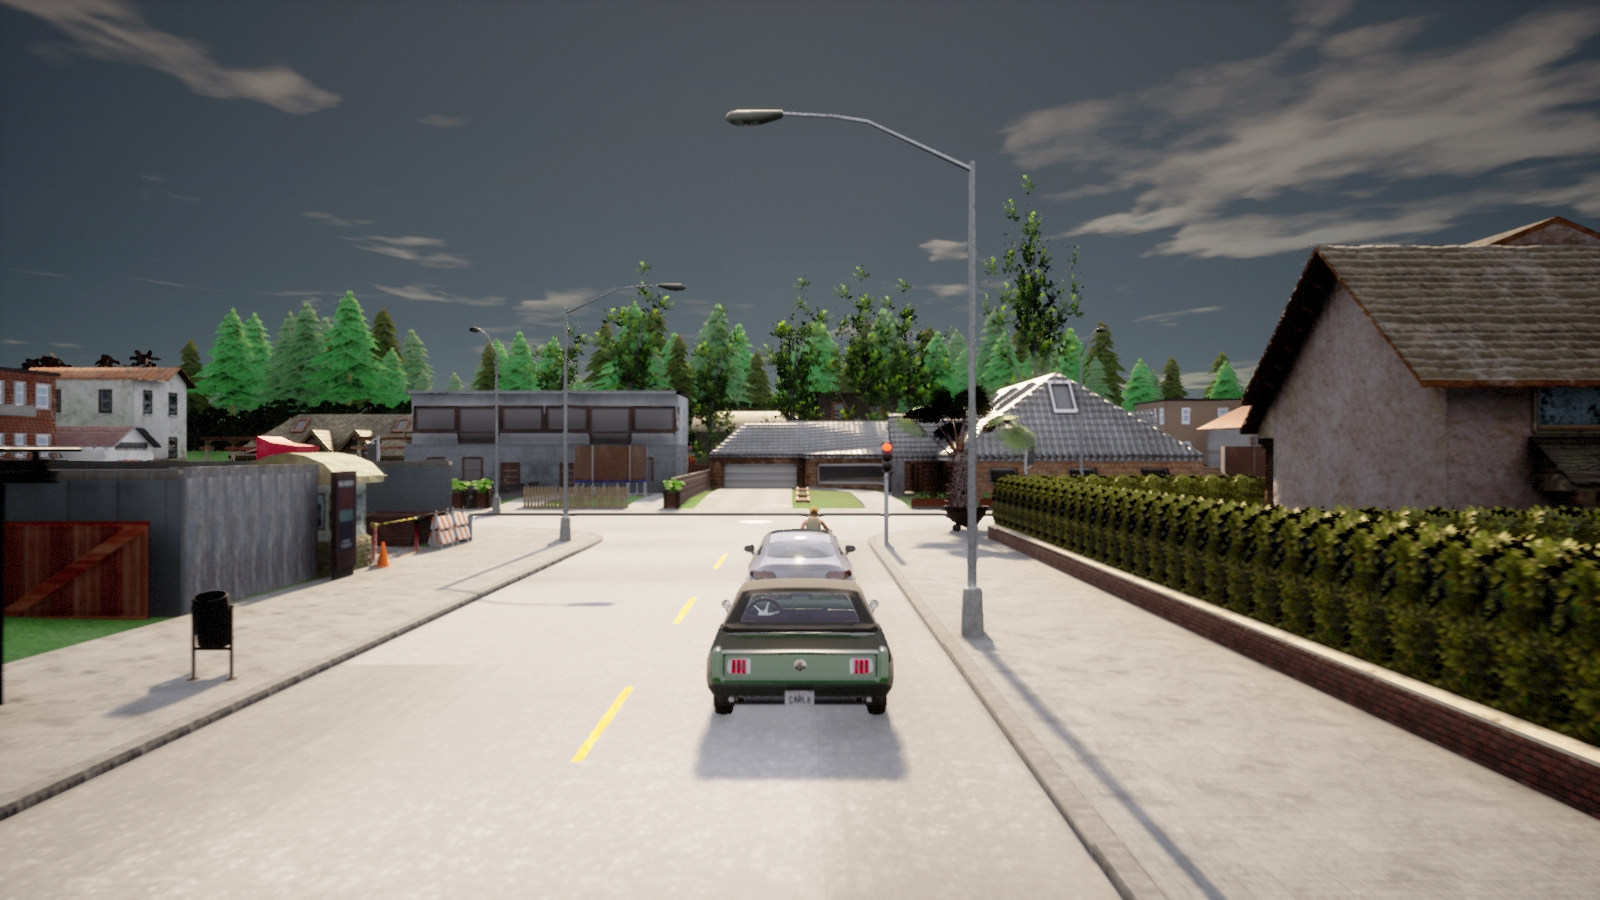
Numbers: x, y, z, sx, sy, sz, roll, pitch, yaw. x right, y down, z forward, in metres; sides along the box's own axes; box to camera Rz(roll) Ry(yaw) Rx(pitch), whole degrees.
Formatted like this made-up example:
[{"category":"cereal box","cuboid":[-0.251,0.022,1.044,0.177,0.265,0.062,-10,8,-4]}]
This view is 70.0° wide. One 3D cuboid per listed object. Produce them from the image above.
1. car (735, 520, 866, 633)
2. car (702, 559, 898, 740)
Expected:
[{"category":"car","cuboid":[0.000,2.086,19.866,2.002,1.442,4.674,0,0,0]},{"category":"car","cuboid":[0.001,2.158,13.419,1.895,1.301,4.718,0,0,0]}]
